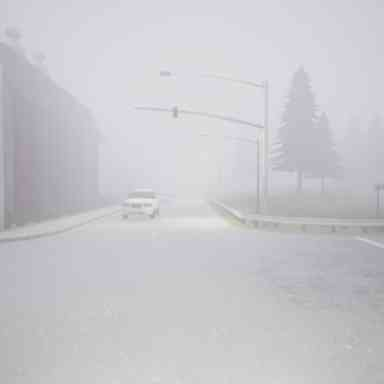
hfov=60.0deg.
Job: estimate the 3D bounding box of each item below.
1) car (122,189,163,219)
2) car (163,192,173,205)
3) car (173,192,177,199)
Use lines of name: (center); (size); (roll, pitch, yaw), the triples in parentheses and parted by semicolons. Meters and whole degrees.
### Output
car: (-3.678, 0.798, 24.696); (2.150, 2.045, 5.566); (0, 2, 0)
car: (-3.744, 0.824, 41.497); (1.812, 1.442, 4.674); (0, 1, 0)
car: (-3.730, 0.591, 60.182); (1.895, 1.301, 4.718); (0, 1, 0)
